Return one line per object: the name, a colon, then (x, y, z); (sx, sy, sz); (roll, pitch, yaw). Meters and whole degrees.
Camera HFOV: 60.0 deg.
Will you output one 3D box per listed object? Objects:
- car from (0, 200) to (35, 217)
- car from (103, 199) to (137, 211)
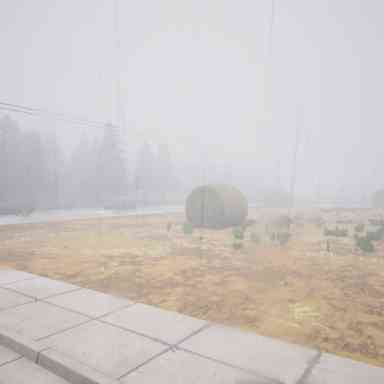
car: (-16.691, 1.518, 29.774); (2.128, 1.511, 4.902); (0, 0, 37)
car: (-8.731, 1.590, 40.505); (1.994, 1.385, 4.181); (0, 0, 37)
